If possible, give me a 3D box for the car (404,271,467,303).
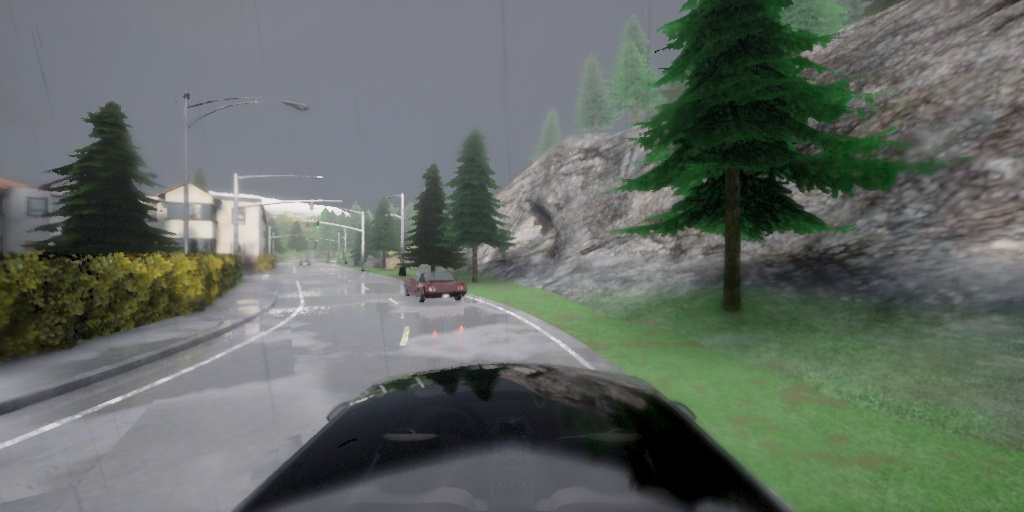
[{"bbox_3d":[-3.752,1.363,16.764,1.895,1.301,4.718,0,0,-28],"label":"car"}]
